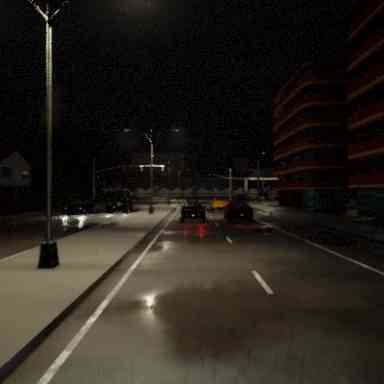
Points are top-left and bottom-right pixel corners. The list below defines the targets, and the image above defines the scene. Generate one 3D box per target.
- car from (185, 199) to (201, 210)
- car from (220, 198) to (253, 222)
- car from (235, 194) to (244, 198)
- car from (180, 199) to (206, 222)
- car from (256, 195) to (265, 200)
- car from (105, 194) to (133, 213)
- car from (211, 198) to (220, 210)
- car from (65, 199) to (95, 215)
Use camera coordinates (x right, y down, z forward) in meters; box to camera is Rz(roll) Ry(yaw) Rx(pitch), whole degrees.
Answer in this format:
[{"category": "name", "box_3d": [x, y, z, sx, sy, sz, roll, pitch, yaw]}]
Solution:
[{"category": "car", "box_3d": [0.080, 1.590, 43.326, 1.994, 1.385, 4.181, 0, 0, 0]}, {"category": "car", "box_3d": [3.594, 1.495, 26.435, 1.882, 1.535, 5.008, 0, 0, 0]}, {"category": "car", "box_3d": [13.187, 1.353, 91.141, 2.242, 1.667, 4.611, 0, 0, 0]}, {"category": "car", "box_3d": [0.092, 1.508, 26.701, 2.128, 1.511, 4.902, 0, 0, 0]}, {"category": "car", "box_3d": [18.931, 1.514, 91.905, 1.970, 1.475, 3.806, 0, 0, 0]}, {"category": "car", "box_3d": [-8.093, 1.244, 37.387, 2.150, 2.045, 5.566, 0, 0, 0]}, {"category": "car", "box_3d": [3.589, 1.505, 43.893, 1.882, 1.535, 5.008, 0, 0, 0]}, {"category": "car", "box_3d": [-11.599, 1.500, 34.659, 1.882, 1.535, 5.008, 0, 0, 0]}]
